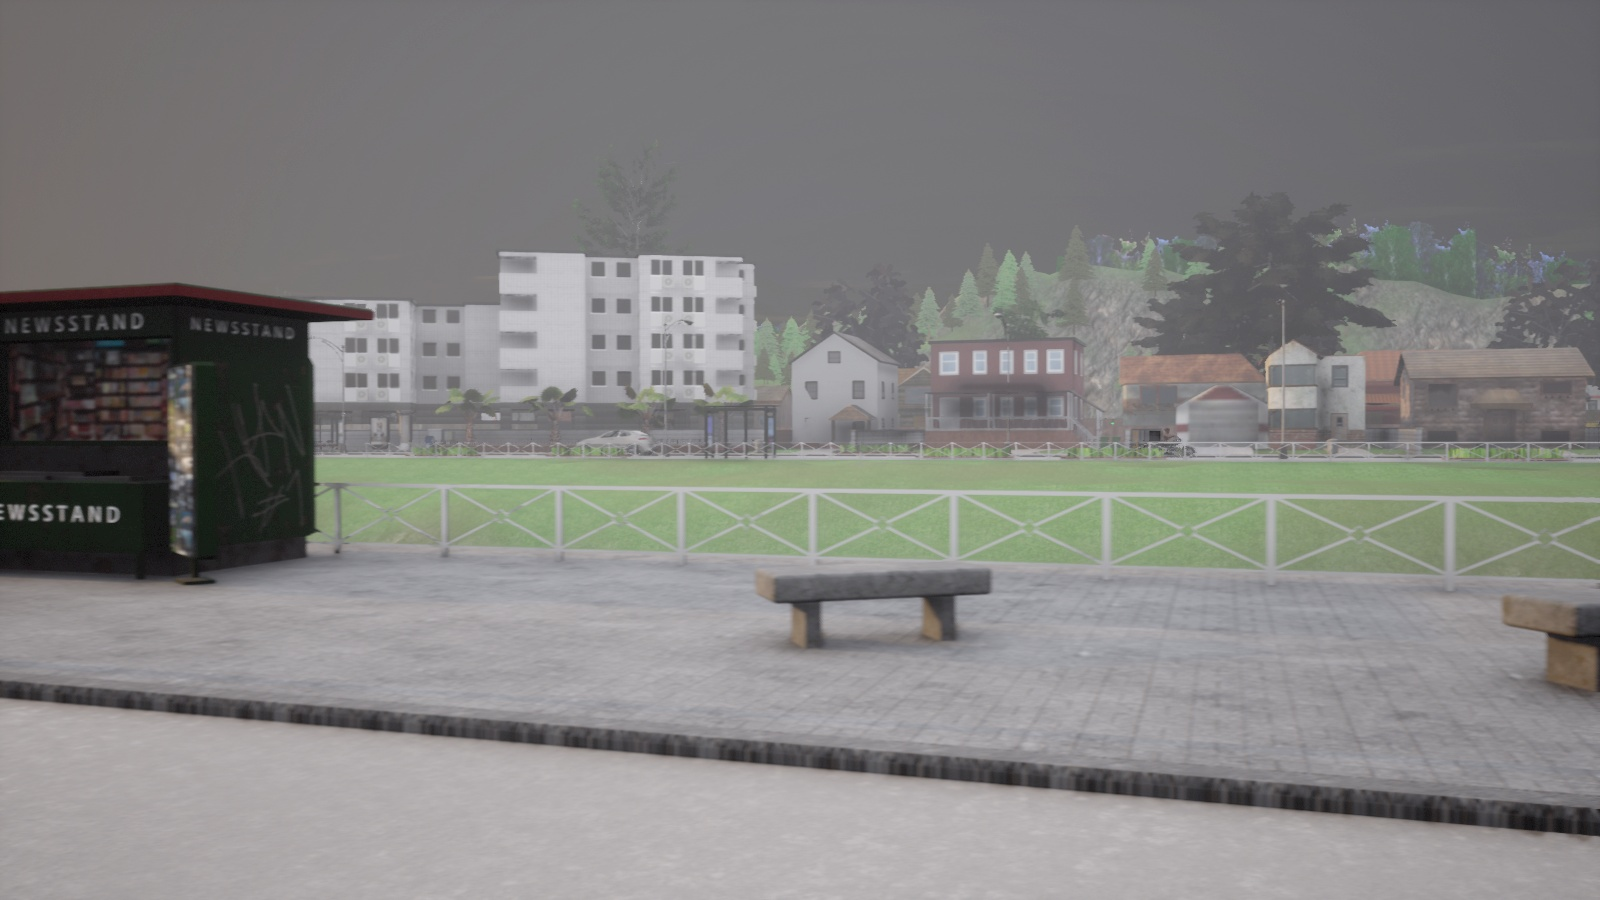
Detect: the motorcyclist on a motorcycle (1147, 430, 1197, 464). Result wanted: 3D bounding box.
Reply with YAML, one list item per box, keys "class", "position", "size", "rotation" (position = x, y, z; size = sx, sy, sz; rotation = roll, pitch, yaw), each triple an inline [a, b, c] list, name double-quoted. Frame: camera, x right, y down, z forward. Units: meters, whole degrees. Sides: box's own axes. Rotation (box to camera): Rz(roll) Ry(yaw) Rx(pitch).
- class: "motorcyclist on a motorcycle"
  position: [18.531, -0.155, 62.576]
  size: [2.350, 1.649, 0.766]
  rotation: [1, 1, 19]

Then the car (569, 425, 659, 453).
- class: "car"
  position: [-11.356, -0.668, 76.856]
  size: [5.027, 1.651, 2.152]
  rotation: [1, 1, 19]
